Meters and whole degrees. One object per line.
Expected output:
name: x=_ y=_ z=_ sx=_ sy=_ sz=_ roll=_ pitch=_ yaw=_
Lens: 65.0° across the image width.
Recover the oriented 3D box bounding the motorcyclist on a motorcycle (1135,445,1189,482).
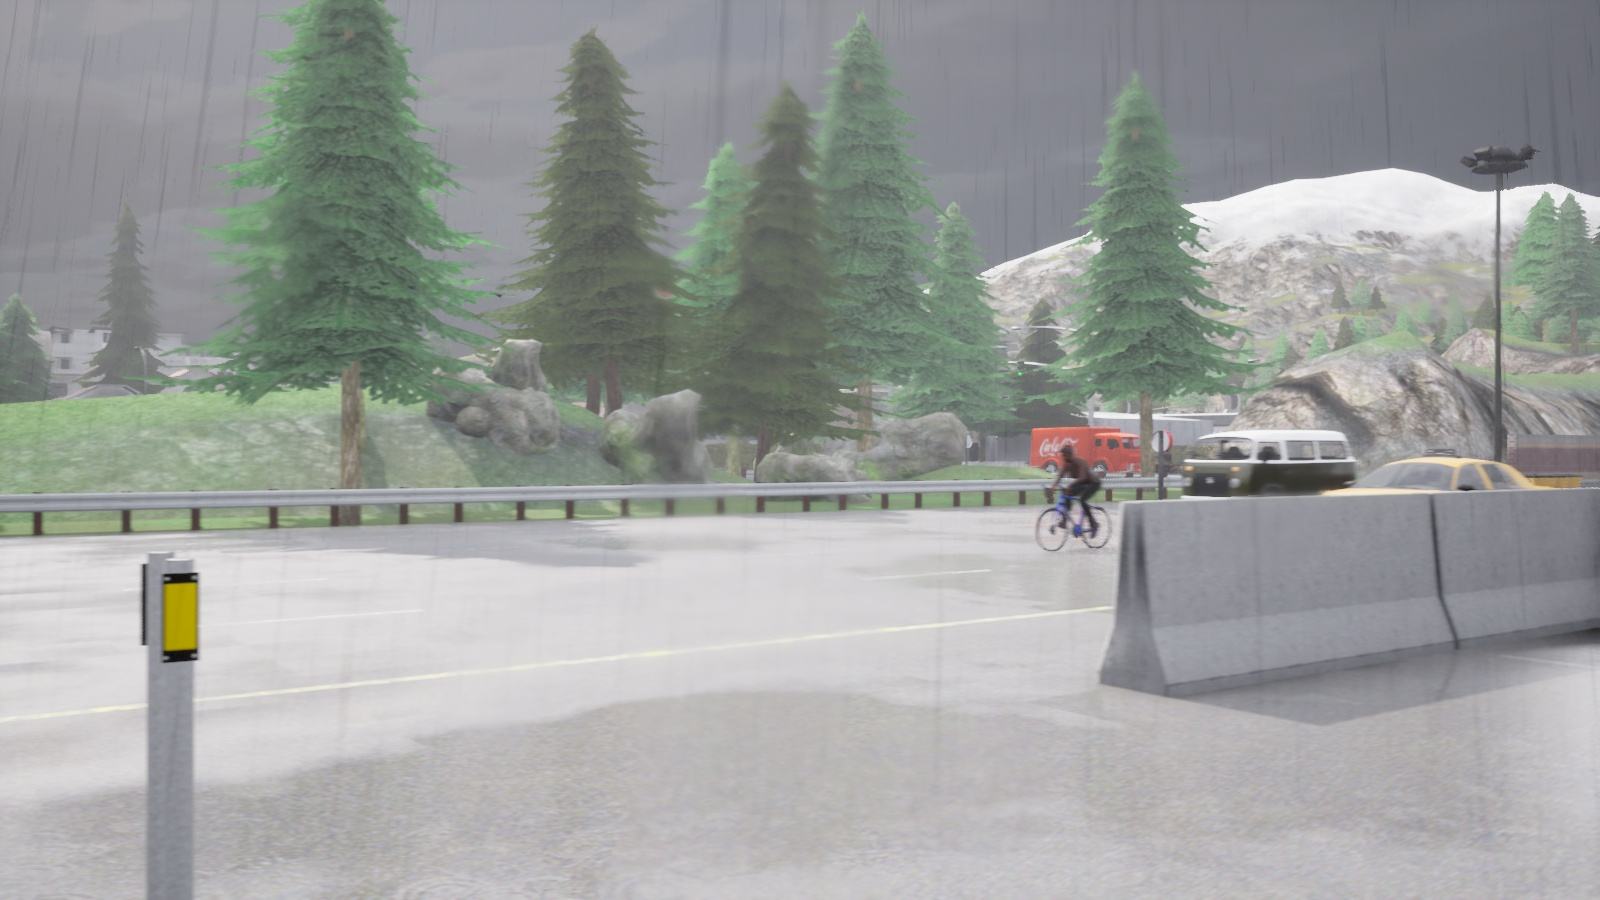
motorcyclist on a motorcycle: x=16.198 y=0.603 z=56.236 sx=0.766 sy=1.649 sz=2.350 roll=0 pitch=0 yaw=-35

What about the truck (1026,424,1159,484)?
truck: x=12.752 y=0.171 z=55.051 sx=2.627 sy=2.467 sz=5.204 roll=0 pitch=0 yaw=-35

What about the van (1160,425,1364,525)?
van: x=10.291 y=0.515 z=27.878 sx=4.480 sy=2.038 sz=2.069 roll=0 pitch=0 yaw=-35

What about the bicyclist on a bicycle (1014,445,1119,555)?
bicyclist on a bicycle: x=4.099 y=0.736 z=19.281 sx=1.656 sy=1.620 sz=0.582 roll=0 pitch=0 yaw=-34

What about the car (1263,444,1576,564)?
car: x=9.316 y=0.710 z=18.670 sx=5.366 sy=1.575 sz=1.801 roll=0 pitch=0 yaw=-35
